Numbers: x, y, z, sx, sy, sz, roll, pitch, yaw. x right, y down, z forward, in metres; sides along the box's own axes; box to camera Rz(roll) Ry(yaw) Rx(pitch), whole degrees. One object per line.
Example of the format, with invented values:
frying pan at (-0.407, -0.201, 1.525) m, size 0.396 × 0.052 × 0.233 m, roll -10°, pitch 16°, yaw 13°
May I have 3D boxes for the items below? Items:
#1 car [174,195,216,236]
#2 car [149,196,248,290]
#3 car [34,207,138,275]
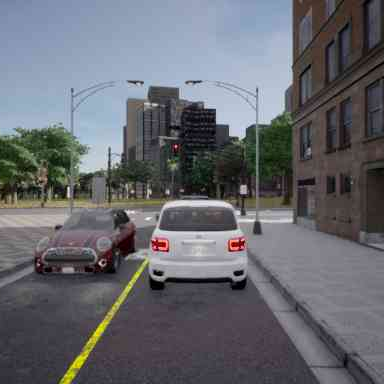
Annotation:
car at (0.140, 1.223, 19.784) m, size 2.150 × 2.045 × 5.566 m, roll 0°, pitch 0°, yaw 0°
car at (0.122, 1.222, 9.216) m, size 2.150 × 2.045 × 5.566 m, roll 0°, pitch 0°, yaw 0°
car at (-3.069, 1.352, 10.525) m, size 2.097 × 1.767 × 4.553 m, roll 0°, pitch 0°, yaw 0°
